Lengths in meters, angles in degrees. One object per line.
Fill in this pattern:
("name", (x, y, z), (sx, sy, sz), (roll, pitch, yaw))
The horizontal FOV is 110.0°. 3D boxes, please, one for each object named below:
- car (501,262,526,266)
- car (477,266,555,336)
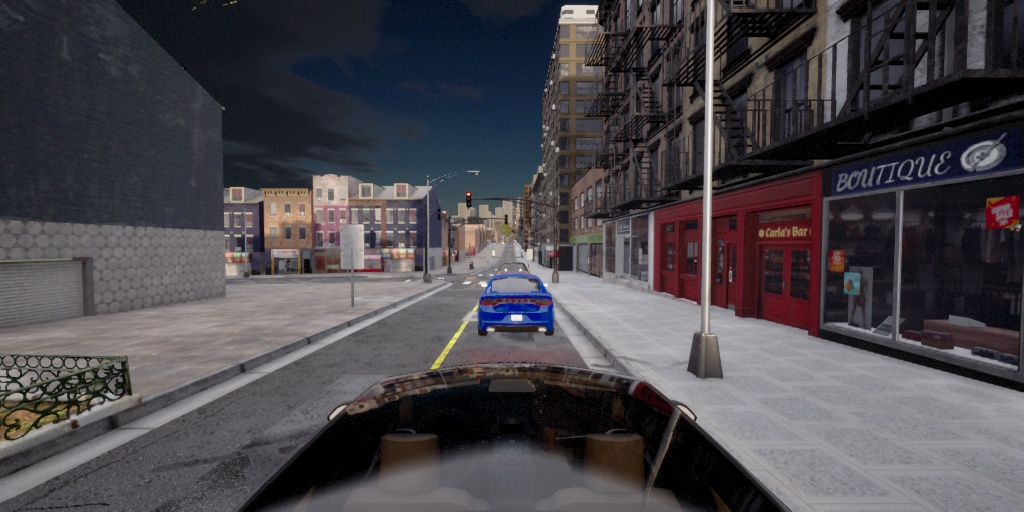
("car", (0.056, 1.109, 20.465), (2.097, 1.767, 4.553), (0, 0, 0))
("car", (0.089, 1.229, 10.472), (1.882, 1.535, 5.008), (0, 0, 0))
